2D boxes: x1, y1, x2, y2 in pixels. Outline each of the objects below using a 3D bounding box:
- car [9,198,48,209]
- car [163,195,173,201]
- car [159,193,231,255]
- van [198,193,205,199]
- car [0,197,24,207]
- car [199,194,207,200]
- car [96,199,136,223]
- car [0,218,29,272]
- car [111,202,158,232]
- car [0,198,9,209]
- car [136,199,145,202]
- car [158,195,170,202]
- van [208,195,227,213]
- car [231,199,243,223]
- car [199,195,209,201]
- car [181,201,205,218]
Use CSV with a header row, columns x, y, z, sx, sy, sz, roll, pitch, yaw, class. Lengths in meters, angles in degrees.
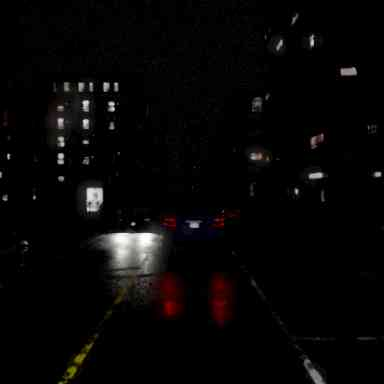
x,y,z,sx,sy,sz,roll,pitch,yaw,class
-22.421,1.728,46.351,4.403,1.369,2.008,-1,1,0,car
-5.728,1.309,79.055,1.947,1.339,4.313,0,0,0,car
0.083,1.168,13.171,2.150,2.045,5.566,0,0,0,car
2.646,1.055,90.092,1.690,1.788,3.998,0,0,0,van
-30.294,1.637,54.927,4.097,1.590,1.967,-1,1,0,car
2.650,1.273,84.569,1.887,1.381,4.507,0,0,0,car
-5.707,1.351,24.546,1.967,1.590,4.097,0,0,0,car
-5.700,1.410,7.964,1.967,1.590,4.097,0,0,0,car
-3.105,1.492,19.526,1.994,1.385,4.181,0,0,0,car
-27.990,1.809,46.309,4.403,1.369,2.008,-1,1,0,car
-5.711,1.456,35.603,1.802,1.307,4.206,0,0,0,car
-5.724,1.339,68.008,1.947,1.339,4.313,0,0,0,car
2.668,1.215,35.604,1.690,1.788,3.998,0,0,0,van
2.675,1.456,24.549,1.887,1.381,4.507,0,0,0,car
2.655,1.324,73.522,1.947,1.339,4.313,0,0,0,car
0.084,1.495,29.624,1.895,1.301,4.718,0,0,0,car
